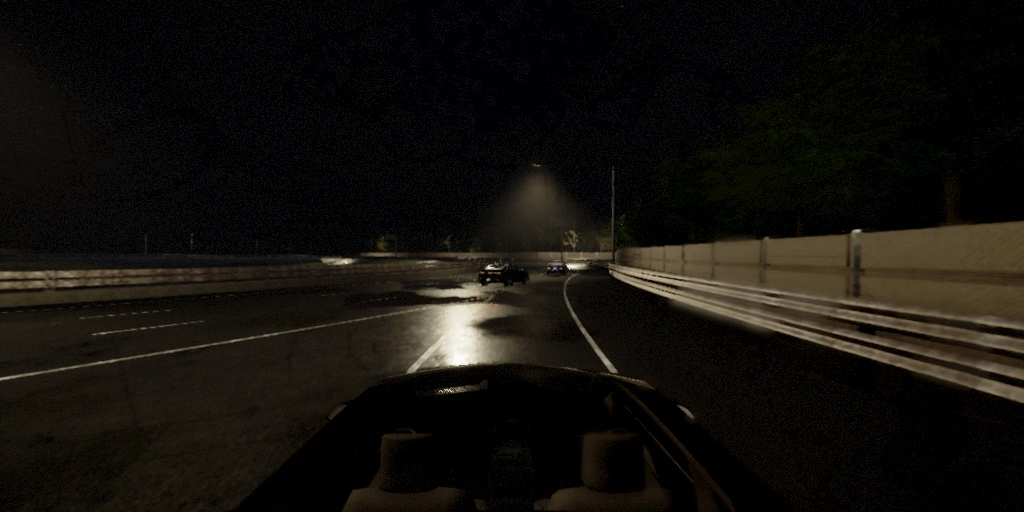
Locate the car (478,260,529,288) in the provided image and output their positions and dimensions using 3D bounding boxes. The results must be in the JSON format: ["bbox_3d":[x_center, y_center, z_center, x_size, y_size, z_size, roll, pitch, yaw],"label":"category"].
[{"bbox_3d":[-0.440,1.214,23.423,2.128,1.511,4.902,1,0,24],"label":"car"}]

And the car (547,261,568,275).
[{"bbox_3d":[4.961,1.300,38.981,2.033,1.411,5.357,1,0,14],"label":"car"}]
